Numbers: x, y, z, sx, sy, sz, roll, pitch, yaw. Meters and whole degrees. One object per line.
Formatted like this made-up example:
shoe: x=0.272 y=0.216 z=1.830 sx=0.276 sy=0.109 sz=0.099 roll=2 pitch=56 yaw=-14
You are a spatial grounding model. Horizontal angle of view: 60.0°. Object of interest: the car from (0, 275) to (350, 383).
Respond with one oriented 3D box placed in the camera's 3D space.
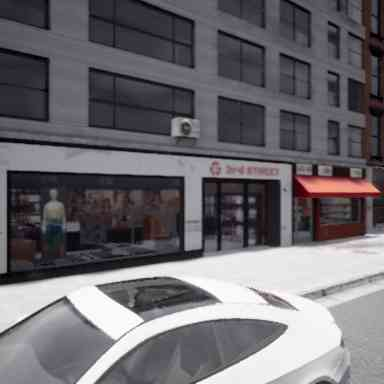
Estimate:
car: x=-0.566 y=1.531 z=2.660 sx=4.674 sy=1.442 sz=1.812 roll=1 pitch=0 yaw=-35
